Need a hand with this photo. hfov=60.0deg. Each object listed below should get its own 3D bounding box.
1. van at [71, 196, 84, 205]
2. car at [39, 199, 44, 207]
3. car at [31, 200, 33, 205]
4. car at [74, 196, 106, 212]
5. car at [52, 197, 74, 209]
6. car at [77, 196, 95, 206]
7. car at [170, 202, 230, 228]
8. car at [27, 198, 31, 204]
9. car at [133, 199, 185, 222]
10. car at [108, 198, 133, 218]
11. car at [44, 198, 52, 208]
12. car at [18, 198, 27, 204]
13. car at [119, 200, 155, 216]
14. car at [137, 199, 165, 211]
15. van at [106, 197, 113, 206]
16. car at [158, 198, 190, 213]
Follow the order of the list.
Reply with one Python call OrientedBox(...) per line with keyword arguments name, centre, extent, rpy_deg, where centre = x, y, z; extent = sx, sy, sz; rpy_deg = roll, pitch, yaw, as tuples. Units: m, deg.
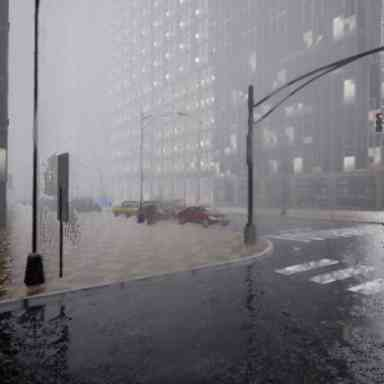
OrientedBox(name="van", centre=(-25.030, 1.870, 72.826), extent=(1.690, 1.788, 3.998), rpy_deg=(0, 0, -35))
OrientedBox(name="car", centre=(-25.389, 1.912, 58.708), extent=(1.887, 1.381, 4.507), rpy_deg=(0, 0, -35))
OrientedBox(name="car", centre=(-28.644, 1.972, 63.367), extent=(2.008, 1.369, 4.403), rpy_deg=(0, 0, -35))
OrientedBox(name="car", centre=(-12.370, 1.591, 40.073), extent=(1.967, 1.590, 4.097), rpy_deg=(0, 0, -35))
OrientedBox(name="car", centre=(-18.879, 1.810, 49.390), extent=(2.008, 1.369, 4.403), rpy_deg=(0, 0, -35))
OrientedBox(name="car", centre=(-21.775, 1.790, 68.167), extent=(2.192, 1.841, 5.009), rpy_deg=(0, 0, -35))
OrientedBox(name="car", centre=(0.650, 1.517, 21.436), extent=(1.802, 1.307, 4.206), rpy_deg=(0, 0, -35))
OrientedBox(name="car", centre=(-31.898, 2.058, 68.026), extent=(1.802, 1.307, 4.206), rpy_deg=(0, 0, -35))
OrientedBox(name="car", centre=(-2.605, 1.429, 26.096), extent=(1.967, 1.590, 4.097), rpy_deg=(0, 0, -35))
OrientedBox(name="car", centre=(-5.762, 1.566, 30.615), extent=(1.752, 1.417, 4.829), rpy_deg=(0, 0, -35))
OrientedBox(name="car", centre=(-22.134, 1.879, 54.049), extent=(1.947, 1.339, 4.313), rpy_deg=(0, 0, -35))
OrientedBox(name="car", centre=(-38.408, 2.134, 77.344), extent=(2.008, 1.369, 4.403), rpy_deg=(0, 0, -35))
OrientedBox(name="car", centre=(-5.899, 1.600, 35.352), extent=(1.837, 1.490, 4.892), rpy_deg=(0, -1, -35))
OrientedBox(name="car", centre=(-5.596, 1.731, 45.010), extent=(1.752, 1.417, 4.829), rpy_deg=(0, 0, -35))
OrientedBox(name="van", centre=(-15.265, 1.708, 58.849), extent=(1.690, 1.788, 3.998), rpy_deg=(0, 0, -35))
OrientedBox(name="car", centre=(-2.245, 1.590, 40.213), extent=(1.967, 1.590, 4.097), rpy_deg=(0, 0, -35))
